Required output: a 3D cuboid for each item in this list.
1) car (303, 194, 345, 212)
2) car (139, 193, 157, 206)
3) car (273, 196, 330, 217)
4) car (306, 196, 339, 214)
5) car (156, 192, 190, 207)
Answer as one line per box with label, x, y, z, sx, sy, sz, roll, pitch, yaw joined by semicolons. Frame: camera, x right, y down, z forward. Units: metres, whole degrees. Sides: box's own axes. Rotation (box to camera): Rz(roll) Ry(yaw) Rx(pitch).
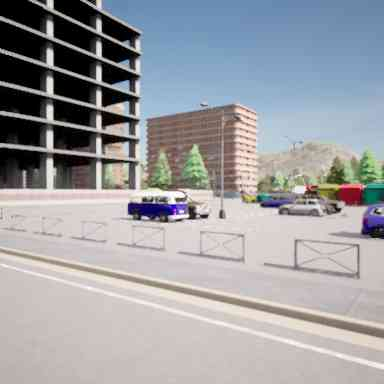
car;12.619;1.134;33.087;4.605;1.855;1.932;0;0;36
car;-6.878;1.350;61.484;2.128;1.511;4.902;0;0;36
car;9.402;1.376;28.530;3.806;1.475;1.970;0;0;36
car;11.093;1.345;30.880;3.905;1.438;1.784;0;0;36
car;-3.337;1.088;60.412;2.150;2.045;5.566;0;0;36
